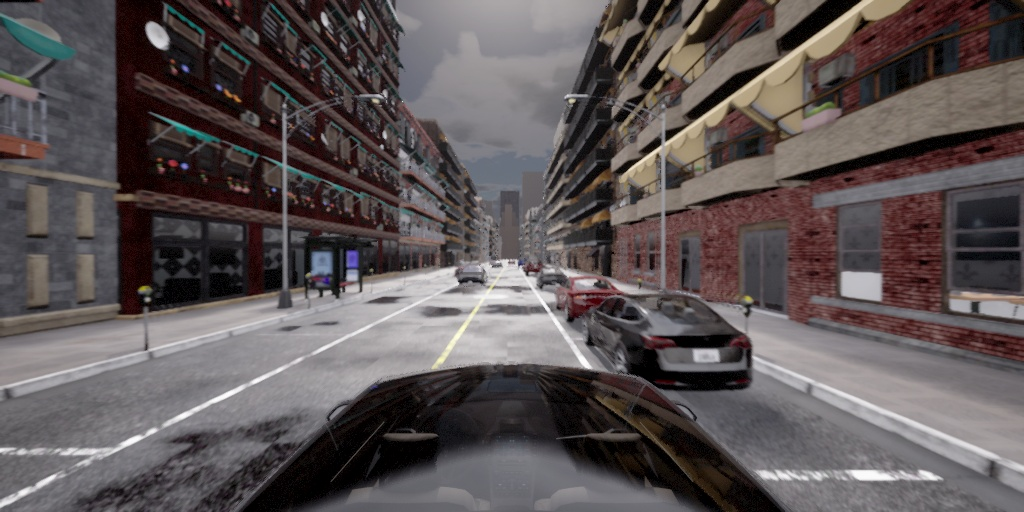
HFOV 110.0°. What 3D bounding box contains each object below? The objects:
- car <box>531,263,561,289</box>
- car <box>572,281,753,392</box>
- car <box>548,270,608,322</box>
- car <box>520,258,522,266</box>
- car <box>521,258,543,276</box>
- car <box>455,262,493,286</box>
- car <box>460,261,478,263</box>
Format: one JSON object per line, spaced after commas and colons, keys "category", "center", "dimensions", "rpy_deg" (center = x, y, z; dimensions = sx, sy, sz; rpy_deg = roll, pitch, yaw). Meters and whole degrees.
{"category": "car", "center": [2.523, 1.405, 23.720], "dimensions": [2.007, 1.370, 4.403], "rpy_deg": [0, 0, 0]}
{"category": "car", "center": [2.530, 1.339, 6.727], "dimensions": [1.948, 1.339, 4.313], "rpy_deg": [0, 0, 0]}
{"category": "car", "center": [2.527, 1.346, 12.391], "dimensions": [1.888, 1.381, 4.507], "rpy_deg": [0, 0, 0]}
{"category": "car", "center": [2.549, 1.435, 52.041], "dimensions": [1.967, 1.591, 4.097], "rpy_deg": [0, 0, 0]}
{"category": "car", "center": [2.538, 1.253, 40.713], "dimensions": [2.192, 1.841, 5.009], "rpy_deg": [0, 0, 0]}
{"category": "car", "center": [-2.859, 1.419, 27.237], "dimensions": [2.033, 1.411, 5.357], "rpy_deg": [0, 0, 0]}
{"category": "car", "center": [-5.332, 1.379, 40.944], "dimensions": [1.967, 1.591, 4.097], "rpy_deg": [0, 0, 0]}
